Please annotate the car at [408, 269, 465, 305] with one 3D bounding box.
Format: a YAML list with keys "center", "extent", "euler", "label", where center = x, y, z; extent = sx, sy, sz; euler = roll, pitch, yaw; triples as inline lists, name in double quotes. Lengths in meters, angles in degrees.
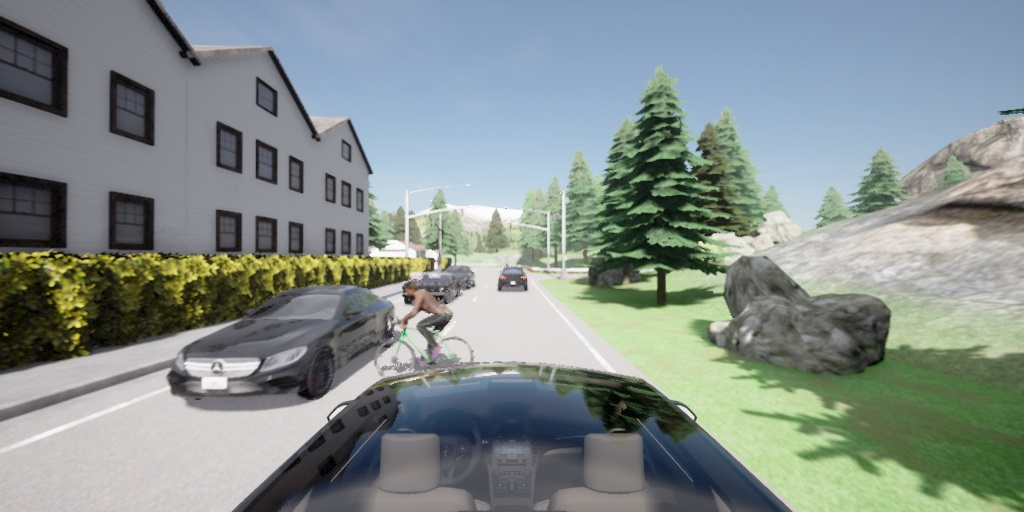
- center: [-3.594, 1.442, 16.808]
  extent: [1.895, 1.301, 4.718]
  euler: [0, 0, 0]
  label: "car"

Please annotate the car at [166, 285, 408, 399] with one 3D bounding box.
- center: [-3.598, 1.305, 6.674]
  extent: [1.812, 1.442, 4.674]
  euler: [0, -1, 0]
  label: "car"

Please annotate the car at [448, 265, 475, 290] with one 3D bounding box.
- center: [-3.542, 1.390, 23.922]
  extent: [1.837, 1.490, 4.892]
  euler: [0, 0, 0]
  label: "car"

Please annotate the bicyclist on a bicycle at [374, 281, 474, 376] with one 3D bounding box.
- center: [-1.472, 1.230, 5.927]
  extent: [1.656, 1.620, 0.582]
  euler: [-2, 0, 0]
  label: "bicyclist on a bicycle"

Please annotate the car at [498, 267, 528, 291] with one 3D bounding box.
- center: [0.059, 1.404, 22.943]
  extent: [1.812, 1.442, 4.674]
  euler: [0, 0, 0]
  label: "car"
